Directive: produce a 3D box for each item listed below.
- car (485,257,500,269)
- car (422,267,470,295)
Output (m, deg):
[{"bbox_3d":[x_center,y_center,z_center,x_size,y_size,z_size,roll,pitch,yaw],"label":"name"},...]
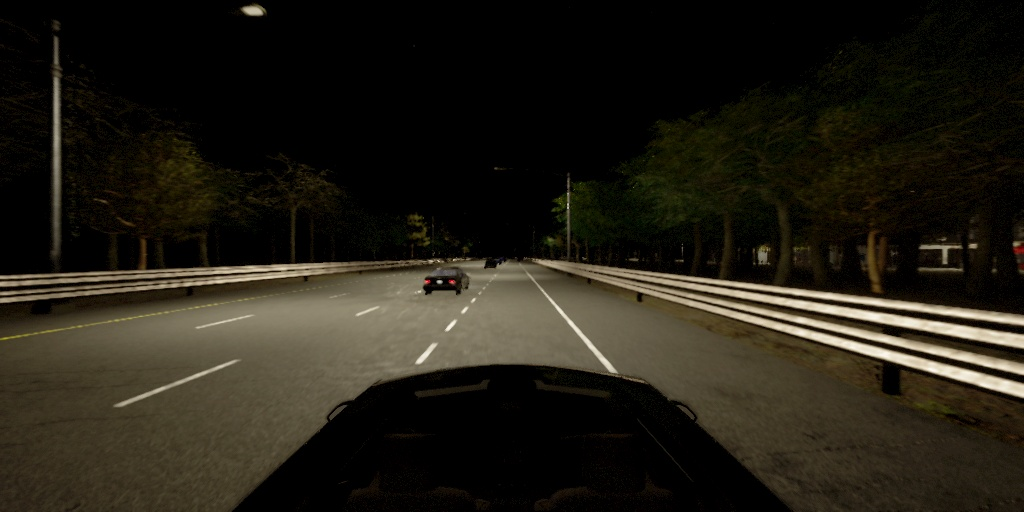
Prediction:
[{"bbox_3d":[-3.386,1.266,58.130,1.837,1.490,4.892,0,0,0],"label":"car"},{"bbox_3d":[-3.485,1.301,19.751,2.033,1.411,5.357,0,0,0],"label":"car"}]
